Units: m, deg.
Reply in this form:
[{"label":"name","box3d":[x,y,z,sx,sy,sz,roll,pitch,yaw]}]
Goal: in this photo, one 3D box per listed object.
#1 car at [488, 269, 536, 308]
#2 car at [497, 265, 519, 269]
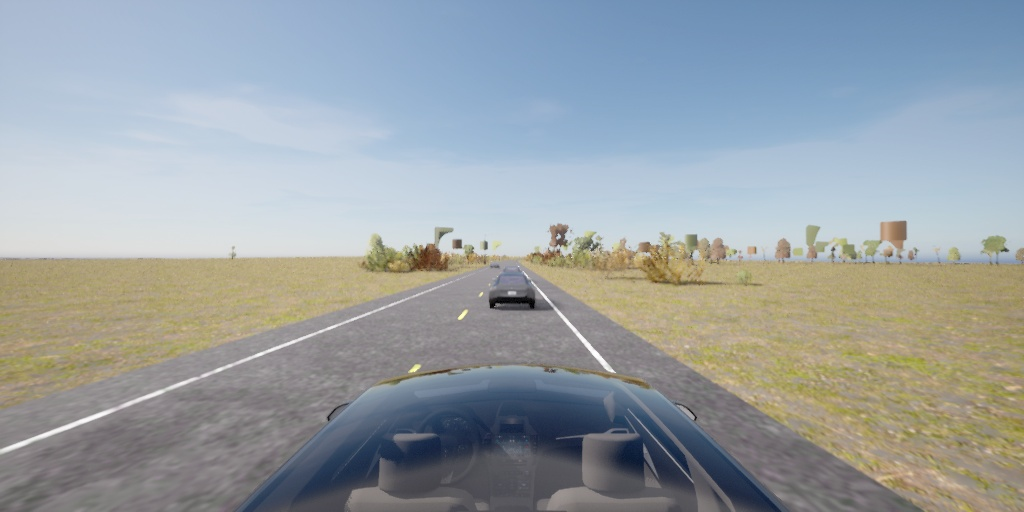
[{"label":"car","box3d":[0.006,1.450,16.158,1.994,1.385,4.181,0,0,0]},{"label":"car","box3d":[0.001,1.583,31.146,1.994,1.385,4.181,0,0,0]}]
